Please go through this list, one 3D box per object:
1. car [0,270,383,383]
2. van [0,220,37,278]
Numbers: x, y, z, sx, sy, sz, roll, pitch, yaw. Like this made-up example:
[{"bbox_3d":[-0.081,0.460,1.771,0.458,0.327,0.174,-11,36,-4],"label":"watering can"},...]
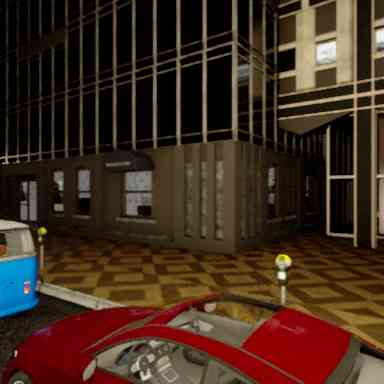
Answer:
[{"bbox_3d":[0.096,1.582,2.804,4.206,1.307,1.802,0,0,35],"label":"car"},{"bbox_3d":[-4.519,1.339,6.095,3.998,1.788,1.690,0,0,35],"label":"van"}]
